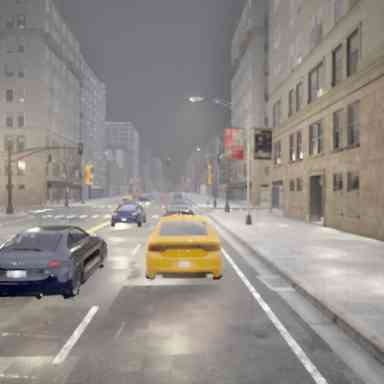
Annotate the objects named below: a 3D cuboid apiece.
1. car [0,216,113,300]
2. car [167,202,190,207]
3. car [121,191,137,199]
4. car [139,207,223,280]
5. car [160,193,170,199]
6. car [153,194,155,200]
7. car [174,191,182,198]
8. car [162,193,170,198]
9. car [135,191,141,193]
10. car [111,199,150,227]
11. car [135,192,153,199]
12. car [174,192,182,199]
[{"bbox_3d":[-3.444,1.516,8.318,1.994,1.385,4.181,0,0,-4],"label":"car"},{"bbox_3d":[-0.805,1.395,20.132,1.837,1.490,4.892,0,0,-2],"label":"car"},{"bbox_3d":[-12.480,1.137,64.137,1.882,1.535,5.008,0,0,-2],"label":"car"},{"bbox_3d":[-0.265,1.423,9.808,1.882,1.535,5.008,0,0,-2],"label":"car"},{"bbox_3d":[-6.726,0.911,82.508,2.097,1.767,4.553,0,0,-2],"label":"car"},{"bbox_3d":[-9.852,1.114,79.513,2.033,1.411,5.357,0,0,-2],"label":"car"},{"bbox_3d":[-3.907,0.726,92.640,2.097,1.767,4.553,0,0,-2],"label":"car"},{"bbox_3d":[-7.156,0.911,92.533,2.033,1.411,5.357,0,0,-2],"label":"car"},{"bbox_3d":[-13.109,0.799,79.605,2.150,2.045,5.566,0,0,-2],"label":"car"},{"bbox_3d":[-4.015,1.408,21.462,1.812,1.442,4.674,0,0,-2],"label":"car"},{"bbox_3d":[-9.232,1.260,64.310,1.895,1.301,4.718,0,0,-2],"label":"car"},{"bbox_3d":[-3.479,0.911,82.647,2.097,1.767,4.553,0,0,-2],"label":"car"}]
